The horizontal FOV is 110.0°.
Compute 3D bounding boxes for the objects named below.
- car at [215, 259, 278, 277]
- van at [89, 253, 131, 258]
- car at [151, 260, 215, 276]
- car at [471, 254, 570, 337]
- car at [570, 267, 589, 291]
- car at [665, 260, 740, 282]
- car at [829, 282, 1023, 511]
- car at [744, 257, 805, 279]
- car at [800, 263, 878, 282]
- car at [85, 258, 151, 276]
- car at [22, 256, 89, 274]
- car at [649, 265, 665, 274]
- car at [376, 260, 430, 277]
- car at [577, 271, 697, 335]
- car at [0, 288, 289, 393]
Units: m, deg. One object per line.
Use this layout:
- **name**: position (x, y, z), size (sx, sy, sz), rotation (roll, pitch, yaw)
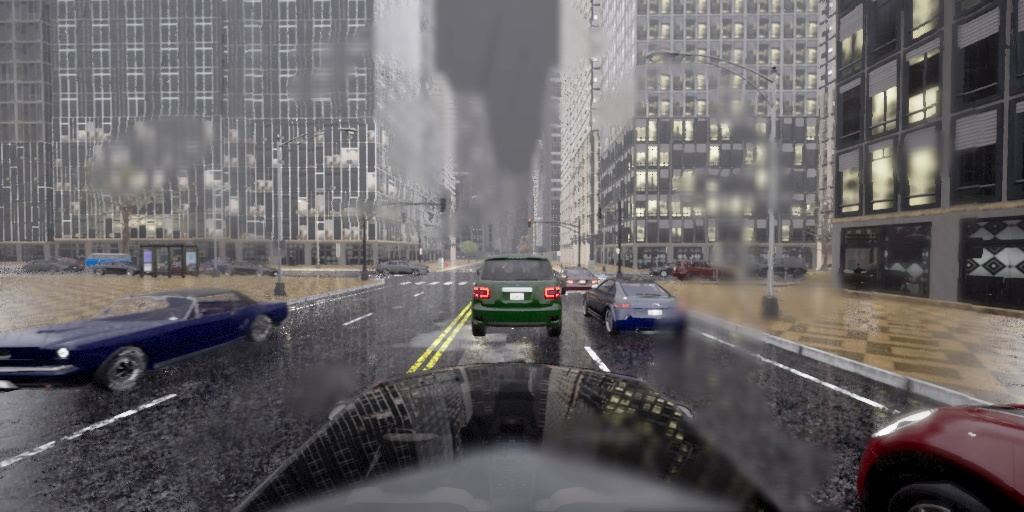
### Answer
- **car**: position (-22.671, 1.169, 31.150), size (4.313, 1.339, 1.948), rotation (0, 0, 1)
- **van**: position (-45.208, 0.599, 40.163), size (3.998, 1.789, 1.690), rotation (0, 0, 1)
- **car**: position (-28.355, 1.133, 31.295), size (4.207, 1.307, 1.802), rotation (0, 0, 1)
- **car**: position (0.117, 0.966, 10.415), size (2.150, 2.045, 5.566), rotation (0, 0, 0)
- **car**: position (3.389, 1.285, 19.750), size (2.033, 1.411, 5.357), rotation (0, 0, 0)
- **car**: position (16.253, 1.264, 30.542), size (5.009, 1.841, 2.192), rotation (0, 0, 1)
- **car**: position (3.344, 1.103, 0.464), size (2.097, 1.767, 4.553), rotation (0, 0, 0)
- **car**: position (26.562, 1.167, 36.122), size (5.566, 2.045, 2.150), rotation (1, 1, 1)
- **car**: position (27.701, 1.574, 30.322), size (4.829, 1.417, 1.751), rotation (0, 0, 1)
- **car**: position (-34.035, 1.065, 31.479), size (4.313, 1.339, 1.948), rotation (0, 0, 1)
- **car**: position (-43.840, 0.929, 34.350), size (4.181, 1.385, 1.994), rotation (1, 1, 2)
- **car**: position (16.486, 1.361, 36.343), size (4.892, 1.490, 1.837), rotation (0, 1, -1)
- **car**: position (-10.151, 1.164, 33.584), size (4.902, 1.511, 2.128), rotation (0, 1, 1)
- **car**: position (3.374, 1.309, 10.508), size (1.994, 1.385, 4.181), rotation (0, 0, -1)
- **car**: position (-6.585, 1.348, 6.834), size (1.895, 1.301, 4.718), rotation (0, 0, 0)
